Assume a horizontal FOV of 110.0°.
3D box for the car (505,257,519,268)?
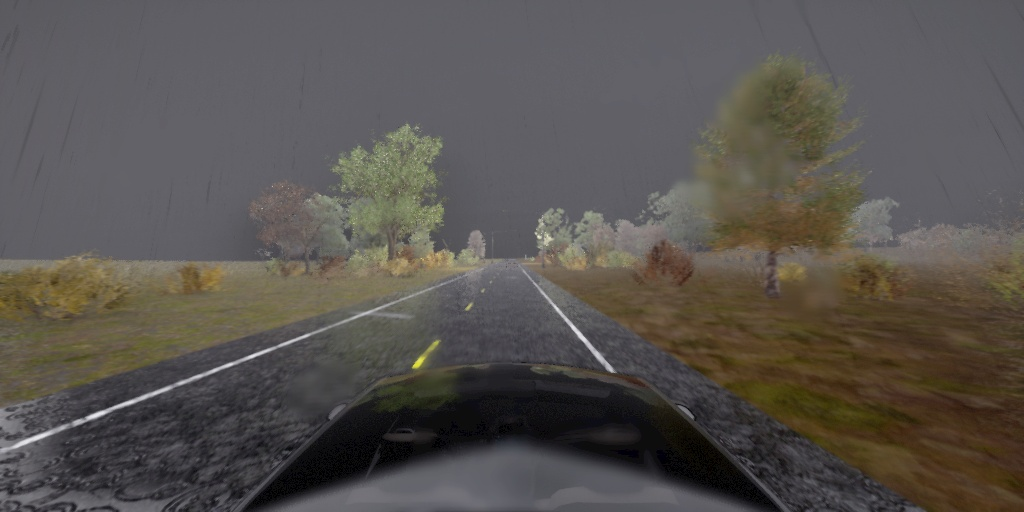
[{"bbox_3d":[0.014,0.984,56.609,2.097,1.767,4.553,0,0,0],"label":"car"}]
